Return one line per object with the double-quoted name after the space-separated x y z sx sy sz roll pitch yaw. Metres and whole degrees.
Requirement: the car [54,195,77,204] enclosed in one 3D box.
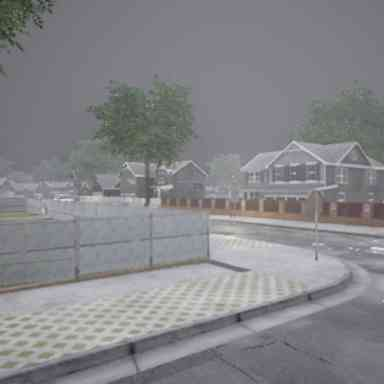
-18.052 1.398 47.287 2.150 2.045 5.566 0 0 -36 "car"
